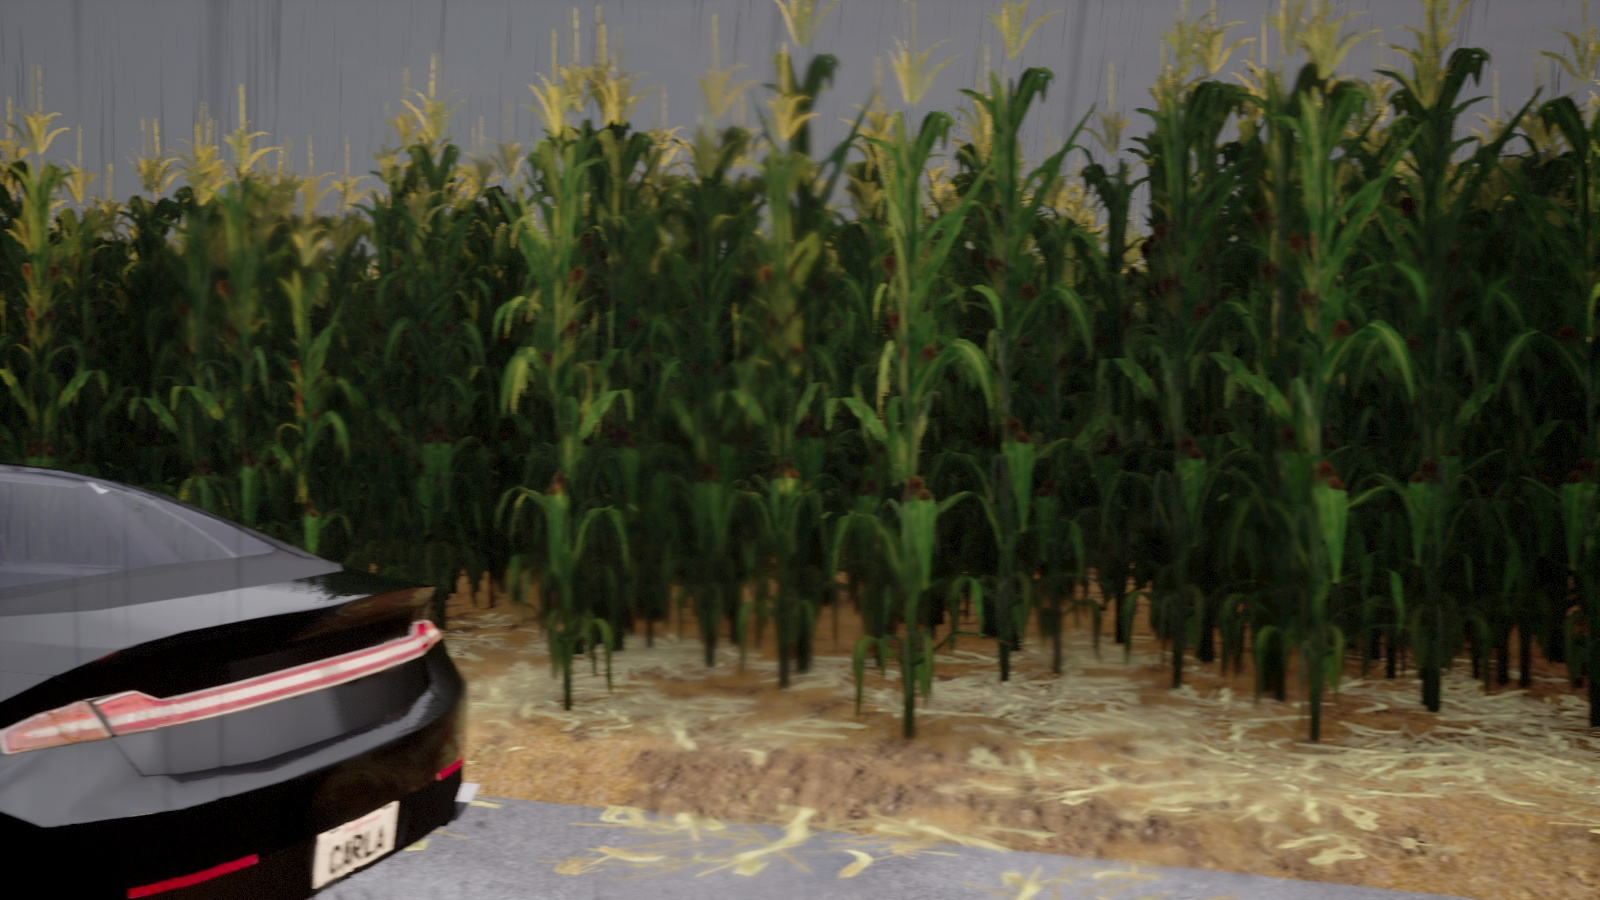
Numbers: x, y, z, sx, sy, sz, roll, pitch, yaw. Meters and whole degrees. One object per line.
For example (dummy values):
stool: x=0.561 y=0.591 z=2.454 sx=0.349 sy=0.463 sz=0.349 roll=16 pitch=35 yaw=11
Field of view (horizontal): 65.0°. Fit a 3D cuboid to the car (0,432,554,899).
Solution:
car: x=-3.480 y=0.701 z=3.941 sx=4.902 sy=1.511 sz=2.128 roll=1 pitch=1 yaw=19
